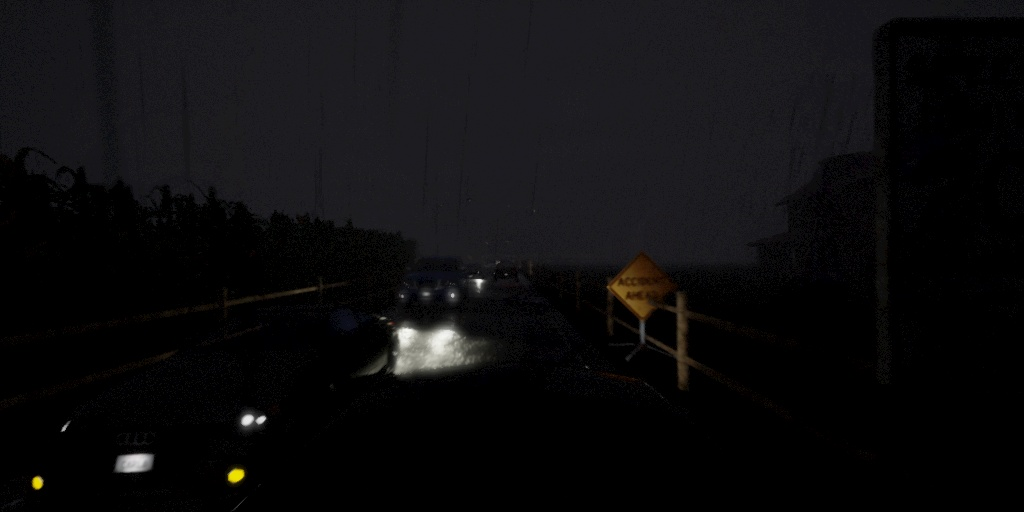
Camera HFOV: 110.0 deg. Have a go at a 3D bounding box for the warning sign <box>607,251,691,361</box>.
[{"bbox_3d":[2.391,0.833,6.581,1.300,1.860,1.060,0,0,-1],"label":"warning sign"}]

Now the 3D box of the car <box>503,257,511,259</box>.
[{"bbox_3d":[-1.009,1.249,51.500,1.837,1.490,4.892,-1,0,-1],"label":"car"}]

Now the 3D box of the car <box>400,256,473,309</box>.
[{"bbox_3d":[-3.129,1.010,15.551,2.150,2.045,5.566,-1,0,-1],"label":"car"}]

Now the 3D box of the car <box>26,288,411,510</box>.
[{"bbox_3d":[-2.882,1.351,4.648,1.994,1.385,4.181,-1,0,-2],"label":"car"}]

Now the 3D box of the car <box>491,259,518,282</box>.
[{"bbox_3d":[-0.494,1.226,29.308,1.882,1.535,5.008,-1,0,-1],"label":"car"}]

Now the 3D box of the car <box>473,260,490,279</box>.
[{"bbox_3d":[-3.486,1.333,33.230,2.033,1.411,5.357,-1,0,-1],"label":"car"}]
